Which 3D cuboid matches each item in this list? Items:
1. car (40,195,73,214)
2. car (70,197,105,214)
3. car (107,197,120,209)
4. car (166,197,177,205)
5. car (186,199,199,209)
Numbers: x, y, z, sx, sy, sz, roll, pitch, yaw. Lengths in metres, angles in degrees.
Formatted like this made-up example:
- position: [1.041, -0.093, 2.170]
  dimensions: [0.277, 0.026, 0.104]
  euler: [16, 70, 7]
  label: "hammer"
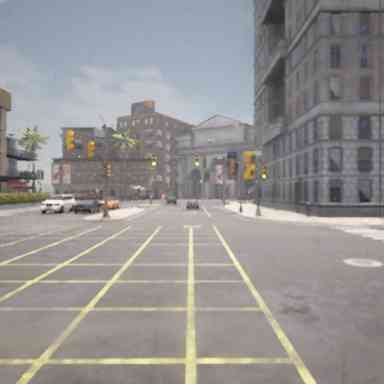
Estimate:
- position: [-15.024, 1.320, 37.671]
  dimensions: [2.150, 2.045, 5.566]
  euler: [0, 0, 0]
  label: "car"
- position: [-11.535, 1.575, 37.147]
  dimensions: [1.882, 1.535, 5.008]
  euler: [0, 0, 1]
  label: "car"
- position: [-11.542, 1.473, 46.283]
  dimensions: [2.097, 1.767, 4.553]
  euler: [0, 0, 0]
  label: "car"
- position: [-3.922, 1.672, 63.224]
  dimensions: [1.837, 1.490, 4.892]
  euler: [0, 0, -8]
  label: "car"
- position: [0.087, 1.670, 46.977]
  dimensions: [2.033, 1.411, 5.357]
  euler: [0, 0, 0]
  label: "car"
